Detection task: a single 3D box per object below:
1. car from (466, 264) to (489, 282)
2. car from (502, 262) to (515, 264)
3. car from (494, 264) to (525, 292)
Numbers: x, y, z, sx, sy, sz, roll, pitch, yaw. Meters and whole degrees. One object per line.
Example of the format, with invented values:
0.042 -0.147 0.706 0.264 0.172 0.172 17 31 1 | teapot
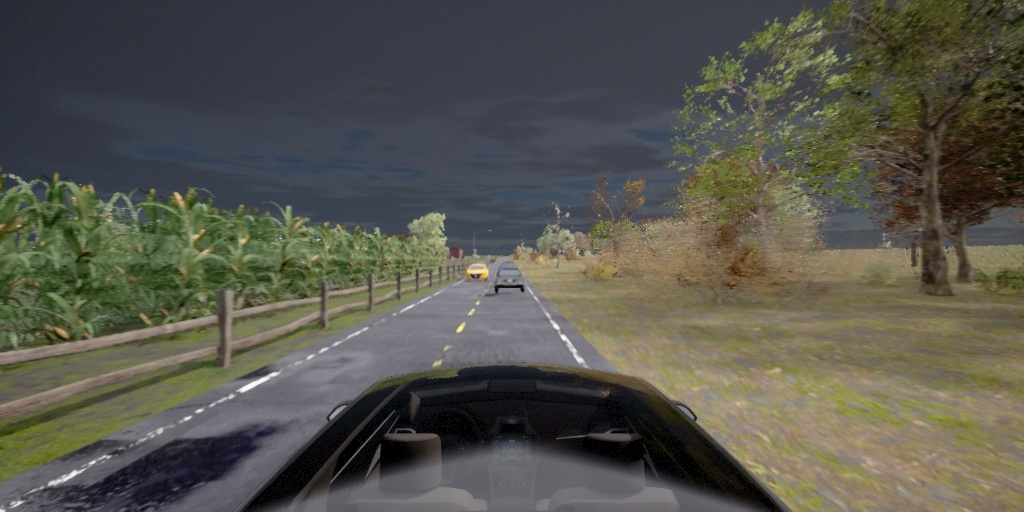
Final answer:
-3.151 1.484 33.272 1.882 1.535 5.008 -1 0 -1 | car
-0.401 1.360 37.825 2.097 1.767 4.553 -1 0 0 | car
-0.168 1.454 22.751 2.033 1.411 5.357 -1 0 -1 | car
